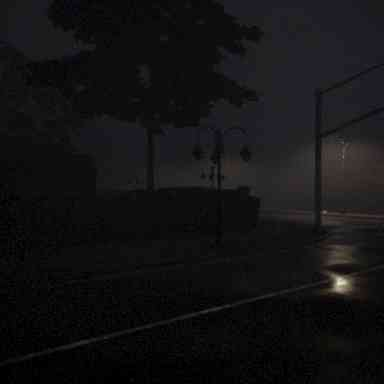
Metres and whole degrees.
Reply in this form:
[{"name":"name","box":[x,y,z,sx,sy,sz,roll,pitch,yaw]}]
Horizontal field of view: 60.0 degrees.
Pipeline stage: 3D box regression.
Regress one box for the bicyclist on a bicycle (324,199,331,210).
[{"name":"bicyclist on a bicycle","box":[20.155,1.812,49.617,1.656,1.620,0.582,-5,-7,-37]}]

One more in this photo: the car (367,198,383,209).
[{"name":"car","box":[27.733,1.721,47.974,2.242,1.667,4.611,1,0,-35]}]
